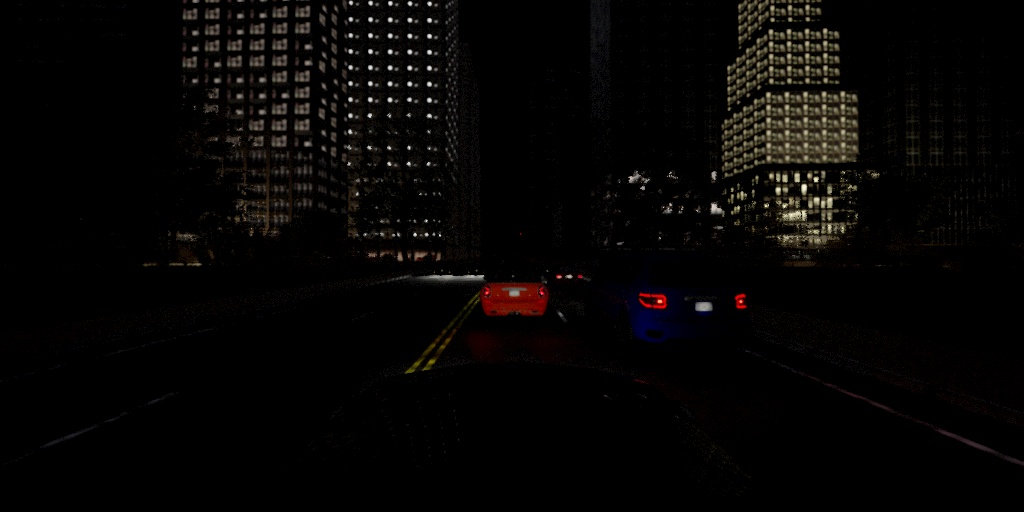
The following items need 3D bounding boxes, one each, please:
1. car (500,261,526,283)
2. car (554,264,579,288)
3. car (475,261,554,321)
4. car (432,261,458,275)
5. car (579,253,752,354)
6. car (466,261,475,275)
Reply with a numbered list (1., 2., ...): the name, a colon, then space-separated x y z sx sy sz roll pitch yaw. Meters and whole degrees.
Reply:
1. car: 0.078 1.158 27.693 1.837 1.490 4.892 0 0 0
2. car: 3.309 1.220 22.933 2.033 1.411 5.357 0 0 0
3. car: 0.079 1.067 12.337 2.097 1.767 4.553 0 0 0
4. car: -6.595 1.184 35.777 1.994 1.385 4.181 0 0 0
5. car: 3.316 0.947 8.836 2.150 2.045 5.566 0 0 1
6. car: -3.345 1.184 35.764 1.994 1.385 4.181 0 0 0
